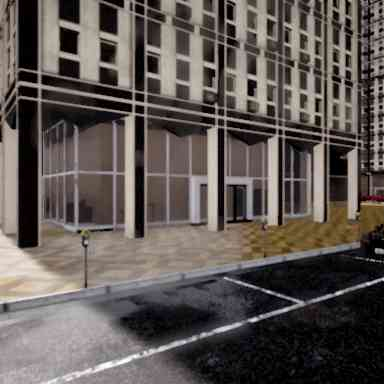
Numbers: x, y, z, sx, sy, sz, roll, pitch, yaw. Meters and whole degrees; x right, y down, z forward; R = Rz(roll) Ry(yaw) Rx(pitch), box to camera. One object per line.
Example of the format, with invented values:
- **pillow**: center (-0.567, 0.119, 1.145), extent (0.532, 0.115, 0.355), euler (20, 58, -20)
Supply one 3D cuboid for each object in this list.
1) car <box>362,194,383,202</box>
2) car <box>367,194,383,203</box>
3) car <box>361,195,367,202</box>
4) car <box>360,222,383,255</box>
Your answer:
- **car**: center (35.672, 1.124, 64.757), extent (1.802, 1.307, 4.206), euler (1, 0, -36)
- **car**: center (32.142, 1.225, 55.295), extent (1.802, 1.307, 4.206), euler (1, 0, -36)
- **car**: center (28.904, 0.852, 59.826), extent (2.192, 1.841, 5.009), euler (1, 0, -36)
- **car**: center (7.985, 1.590, 12.253), extent (4.313, 1.339, 1.947), euler (0, 0, -35)
